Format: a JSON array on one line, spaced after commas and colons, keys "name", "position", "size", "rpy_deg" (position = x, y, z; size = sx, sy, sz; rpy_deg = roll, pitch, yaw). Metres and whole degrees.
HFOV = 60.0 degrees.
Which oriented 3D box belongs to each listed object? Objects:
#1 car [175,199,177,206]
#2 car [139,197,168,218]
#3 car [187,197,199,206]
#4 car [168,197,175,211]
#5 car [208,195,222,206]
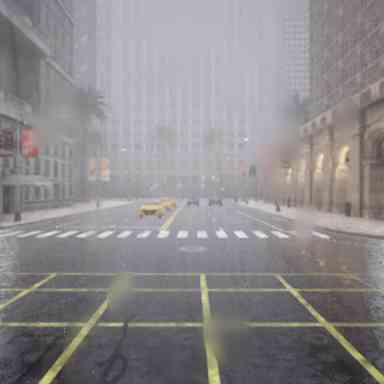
[{"name": "car", "position": [-3.336, 1.449, 49.943], "size": [1.882, 1.535, 5.008], "rpy_deg": [0, 0, 1]}, {"name": "car", "position": [-3.574, 1.460, 30.409], "size": [1.882, 1.535, 5.008], "rpy_deg": [0, 0, 0]}, {"name": "car", "position": [0.203, 1.461, 53.456], "size": [2.128, 1.511, 4.902], "rpy_deg": [0, 0, 1]}, {"name": "car", "position": [-3.494, 1.455, 39.719], "size": [1.882, 1.535, 5.008], "rpy_deg": [0, 0, 1]}, {"name": "car", "position": [3.702, 1.321, 53.390], "size": [2.097, 1.767, 4.553], "rpy_deg": [0, 0, 1]}]
